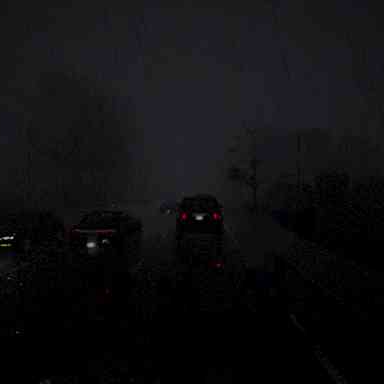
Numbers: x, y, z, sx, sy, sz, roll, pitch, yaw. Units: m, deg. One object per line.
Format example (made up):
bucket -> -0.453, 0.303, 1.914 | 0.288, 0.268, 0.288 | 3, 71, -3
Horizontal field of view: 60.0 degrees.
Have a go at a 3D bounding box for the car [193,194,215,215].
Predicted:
car -> 1.399, 1.224, 35.650 | 2.150, 2.045, 5.566 | 0, 0, 4

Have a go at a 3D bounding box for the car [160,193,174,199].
car -> -3.983, 1.223, 55.533 | 2.150, 2.045, 5.566 | 0, 0, 7

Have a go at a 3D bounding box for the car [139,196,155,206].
car -> -7.478, 1.478, 55.666 | 1.882, 1.535, 5.008 | 0, 0, 7

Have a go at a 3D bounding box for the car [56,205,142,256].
car -> -3.197, 1.491, 13.173 | 2.128, 1.511, 4.902 | 0, 0, 2

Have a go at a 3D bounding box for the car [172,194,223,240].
car -> 0.419, 1.223, 17.166 | 2.150, 2.045, 5.566 | 0, 0, 2

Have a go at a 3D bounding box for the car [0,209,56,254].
car -> -6.884, 1.503, 13.580 | 1.837, 1.490, 4.892 | 0, 0, 2

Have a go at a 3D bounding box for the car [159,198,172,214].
car -> -2.154, 1.602, 34.996 | 1.895, 1.301, 4.718 | 0, 0, 4
